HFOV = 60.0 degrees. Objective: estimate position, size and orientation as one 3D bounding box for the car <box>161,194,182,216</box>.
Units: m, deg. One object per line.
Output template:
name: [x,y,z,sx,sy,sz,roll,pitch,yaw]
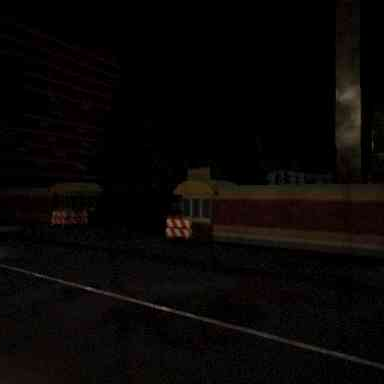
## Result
car: [-0.888,1.147,29.176,3.866,1.878,1.905,0,0,35]
